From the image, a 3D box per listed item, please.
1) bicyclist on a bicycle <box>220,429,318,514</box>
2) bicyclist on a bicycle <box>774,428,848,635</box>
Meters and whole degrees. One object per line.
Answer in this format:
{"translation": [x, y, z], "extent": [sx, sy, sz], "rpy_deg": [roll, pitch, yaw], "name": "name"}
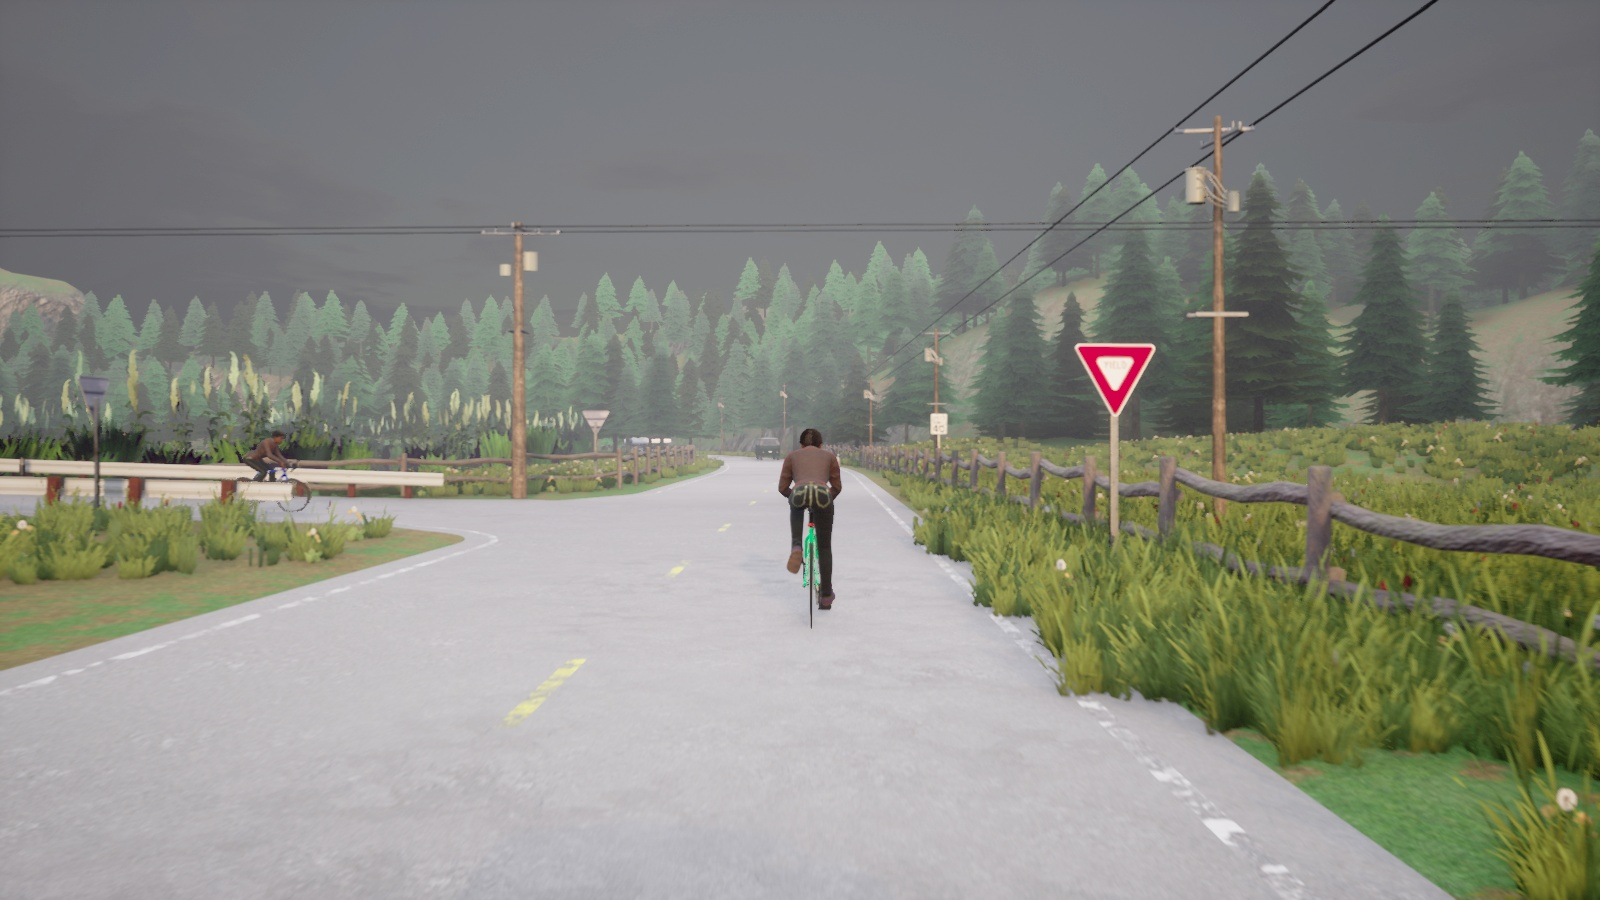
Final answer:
{"translation": [-10.462, 0.417, 24.772], "extent": [1.656, 1.620, 0.582], "rpy_deg": [2, 0, 1], "name": "bicyclist on a bicycle"}
{"translation": [0.096, 0.639, 10.677], "extent": [0.582, 1.620, 1.656], "rpy_deg": [0, 0, 1], "name": "bicyclist on a bicycle"}
